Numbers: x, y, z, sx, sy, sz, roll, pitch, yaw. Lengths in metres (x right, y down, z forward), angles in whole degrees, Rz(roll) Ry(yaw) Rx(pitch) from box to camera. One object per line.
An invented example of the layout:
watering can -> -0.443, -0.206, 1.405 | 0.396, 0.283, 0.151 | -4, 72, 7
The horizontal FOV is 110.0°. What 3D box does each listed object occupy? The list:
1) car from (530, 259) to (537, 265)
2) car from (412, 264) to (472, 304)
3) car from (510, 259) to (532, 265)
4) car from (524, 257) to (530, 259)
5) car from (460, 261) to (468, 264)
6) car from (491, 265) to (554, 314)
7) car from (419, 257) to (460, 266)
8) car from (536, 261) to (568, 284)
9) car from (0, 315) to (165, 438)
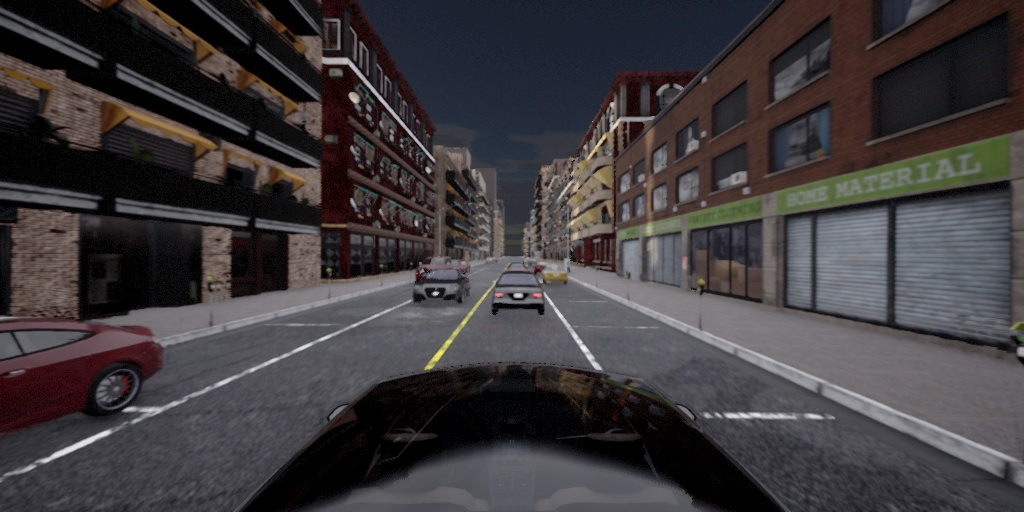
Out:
car -> 3.087, 1.195, 37.009 | 1.888, 1.381, 4.507 | 0, 0, 1
car -> -2.950, 1.253, 15.875 | 1.994, 1.385, 4.181 | 0, 0, 1
car -> 0.424, 1.222, 30.489 | 1.994, 1.385, 4.181 | 0, 0, 1
car -> 3.357, 1.126, 59.552 | 2.007, 1.370, 4.403 | 0, 0, 1
car -> -5.361, 1.065, 31.477 | 1.967, 1.591, 4.097 | 0, 0, 1
car -> 0.220, 1.260, 13.578 | 2.033, 1.411, 5.357 | 0, 0, 1
car -> -5.428, 0.958, 25.842 | 2.192, 1.841, 5.009 | 0, 0, 1
car -> 2.954, 1.212, 25.908 | 1.751, 1.417, 4.829 | 0, 0, 1
car -> -5.698, 1.297, 3.298 | 1.802, 1.307, 4.207 | 0, 0, 1
